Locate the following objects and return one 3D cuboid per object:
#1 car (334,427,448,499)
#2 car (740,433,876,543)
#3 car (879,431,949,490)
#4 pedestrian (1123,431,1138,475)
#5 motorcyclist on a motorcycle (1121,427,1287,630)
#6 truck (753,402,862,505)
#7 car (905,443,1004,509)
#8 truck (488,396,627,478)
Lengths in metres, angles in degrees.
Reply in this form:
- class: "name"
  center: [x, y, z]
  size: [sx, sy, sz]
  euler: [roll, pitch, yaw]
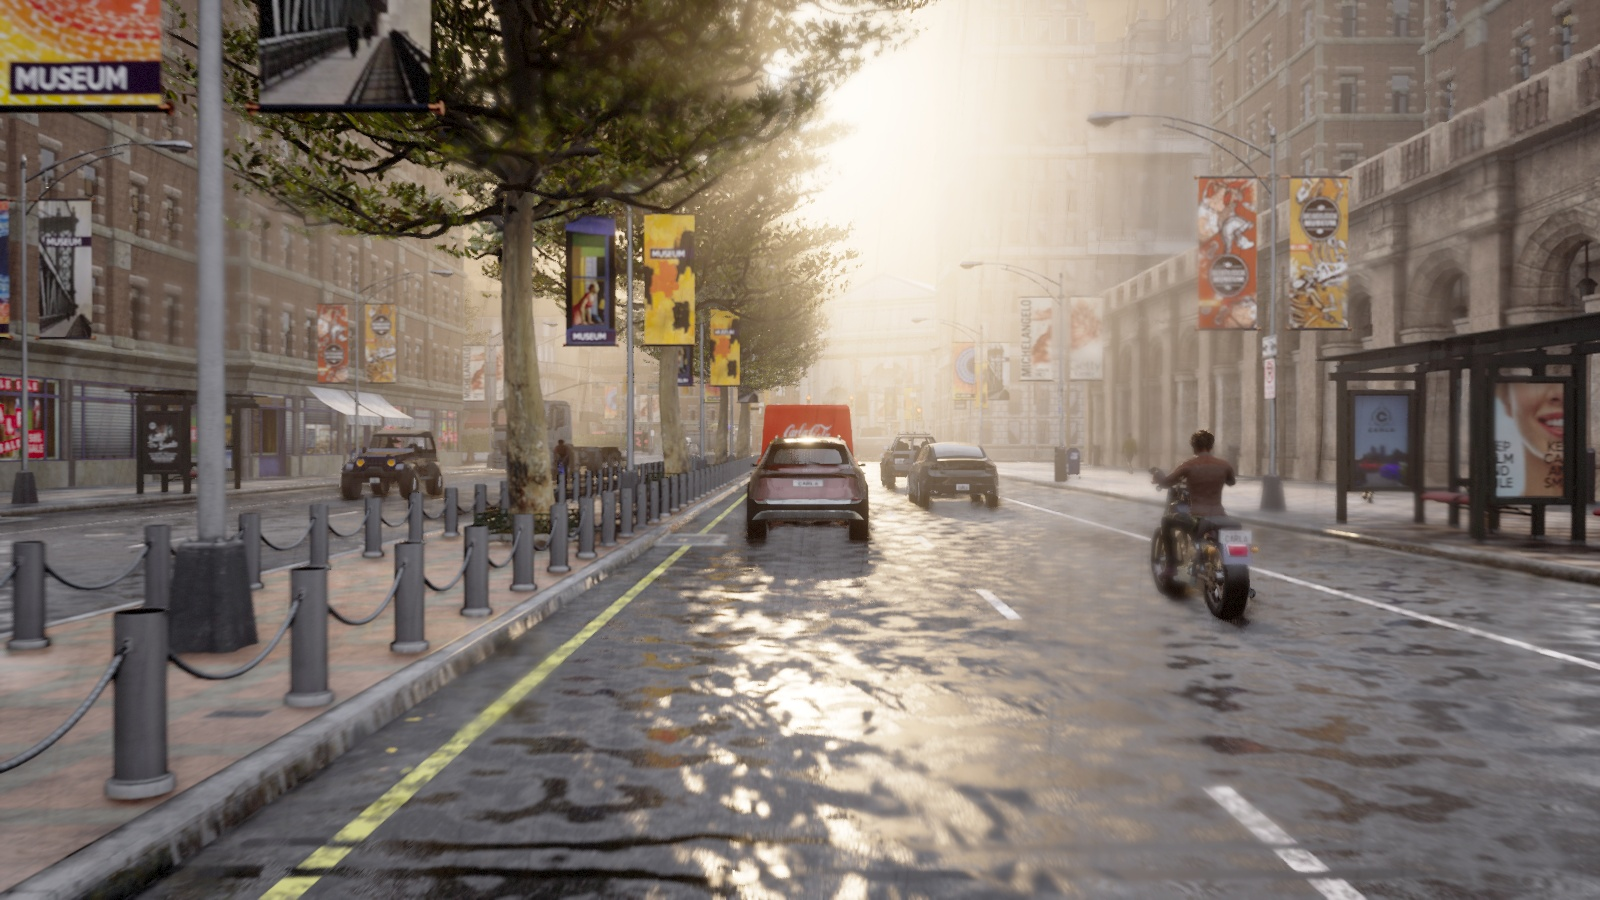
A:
- class: "car"
  center: [-11.292, 0.336, 34.925]
  size: [1.905, 1.878, 3.866]
  euler: [0, 0, 0]
- class: "car"
  center: [0.133, 0.557, 21.237]
  size: [2.033, 1.649, 4.856]
  euler: [0, 0, 0]
- class: "car"
  center: [3.748, 0.329, 42.036]
  size: [1.932, 1.855, 4.605]
  euler: [0, 0, 0]
- class: "pedestrian"
  center: [13.864, 0.117, 52.647]
  size: [0.431, 1.840, 0.709]
  euler: [0, 0, 0]
- class: "motorcyclist on a motorcycle"
  center: [3.577, 0.636, 11.362]
  size: [0.766, 1.649, 2.350]
  euler: [0, 0, 0]
- class: "truck"
  center: [0.197, 0.075, 32.866]
  size: [2.627, 2.467, 5.204]
  euler: [0, 0, 0]
- class: "car"
  center: [3.685, 0.581, 30.714]
  size: [1.837, 1.490, 4.892]
  euler: [0, 0, 0]
- class: "truck"
  center: [-10.777, -0.564, 56.737]
  size: [2.891, 3.462, 7.936]
  euler: [0, 0, 16]
